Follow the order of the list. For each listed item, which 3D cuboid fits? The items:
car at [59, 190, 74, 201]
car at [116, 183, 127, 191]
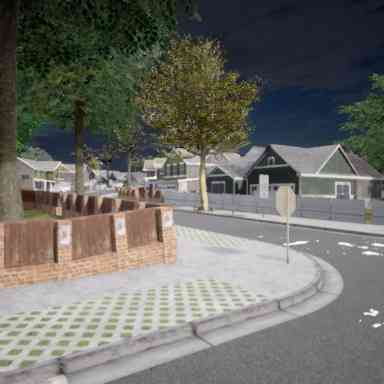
[{"bbox_3d":[-17.918,0.458,47.135,2.128,1.511,4.902,0,1,-31],"label":"car"},{"bbox_3d":[-19.631,-0.953,91.720,1.882,1.535,5.008,0,2,-1],"label":"car"}]
